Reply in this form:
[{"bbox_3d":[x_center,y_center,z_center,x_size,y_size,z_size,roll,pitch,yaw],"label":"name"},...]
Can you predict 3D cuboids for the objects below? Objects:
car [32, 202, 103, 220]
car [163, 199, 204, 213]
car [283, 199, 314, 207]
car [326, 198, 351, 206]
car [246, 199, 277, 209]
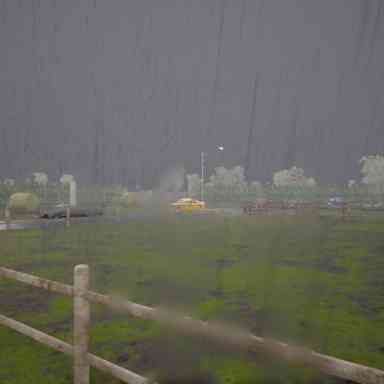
[{"bbox_3d":[-10.106,1.546,27.445,5.357,1.411,2.033,0,0,-44],"label":"car"},{"bbox_3d":[-0.889,1.491,36.000,5.008,1.535,1.882,0,1,-41],"label":"car"},{"bbox_3d":[14.518,1.649,45.059,4.718,1.301,1.895,0,0,-37],"label":"car"},{"bbox_3d":[22.436,1.586,51.081,4.674,1.442,1.812,0,0,-36],"label":"car"},{"bbox_3d":[9.267,1.627,44.555,4.718,1.301,1.895,0,0,-38],"label":"car"}]
